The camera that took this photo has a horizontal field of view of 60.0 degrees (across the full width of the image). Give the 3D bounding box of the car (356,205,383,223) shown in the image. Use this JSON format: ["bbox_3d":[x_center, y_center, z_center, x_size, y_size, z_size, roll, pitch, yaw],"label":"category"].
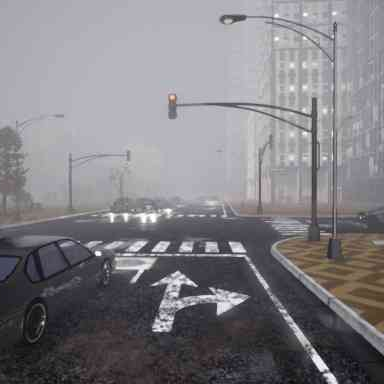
[{"bbox_3d":[14.408,1.388,22.961,5.357,1.411,2.033,0,0,5],"label":"car"}]

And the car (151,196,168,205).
[{"bbox_3d":[-5.878,1.542,61.098,2.033,1.411,5.357,0,0,5],"label":"car"}]

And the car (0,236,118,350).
[{"bbox_3d":[-3.049,1.546,6.262,2.033,1.411,5.357,0,0,5],"label":"car"}]

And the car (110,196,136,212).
[{"bbox_3d":[-7.787,1.342,38.107,2.097,1.767,4.553,0,0,5],"label":"car"}]

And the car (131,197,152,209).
[{"bbox_3d":[-7.047,1.468,47.183,1.882,1.535,5.008,0,0,5],"label":"car"}]

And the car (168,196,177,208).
[{"bbox_3d":[-3.771,1.592,47.377,1.895,1.301,4.718,0,0,5],"label":"car"}]

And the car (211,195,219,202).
[{"bbox_3d":[5.407,1.485,78.826,1.882,1.535,5.008,0,0,5],"label":"car"}]

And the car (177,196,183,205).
[{"bbox_3d":[-2.747,1.473,59.663,1.882,1.535,5.008,0,0,5],"label":"car"}]

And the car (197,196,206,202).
[{"bbox_3d":[2.152,1.559,78.907,1.994,1.385,4.181,0,0,5],"label":"car"}]

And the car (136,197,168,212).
[{"bbox_3d":[-4.510,1.483,38.186,2.128,1.511,4.902,0,0,4],"label":"car"}]
